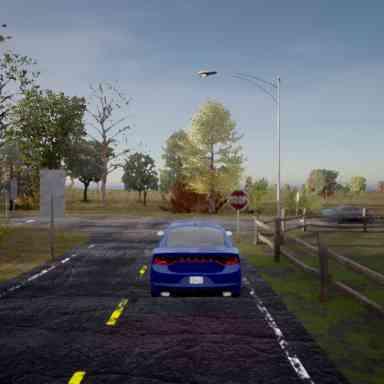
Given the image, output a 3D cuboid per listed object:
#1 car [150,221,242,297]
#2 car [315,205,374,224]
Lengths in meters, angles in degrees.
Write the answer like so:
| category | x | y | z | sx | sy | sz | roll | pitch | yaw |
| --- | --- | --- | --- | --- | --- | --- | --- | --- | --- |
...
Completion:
| category | x | y | z | sx | sy | sz | roll | pitch | yaw |
| --- | --- | --- | --- | --- | --- | --- | --- | --- | --- |
| car | 0.074 | 1.475 | 8.612 | 1.882 | 1.535 | 5.008 | 0 | 0 | 0 |
| car | 11.932 | 1.722 | 26.100 | 4.181 | 1.385 | 1.994 | 1 | 1 | -2 |
